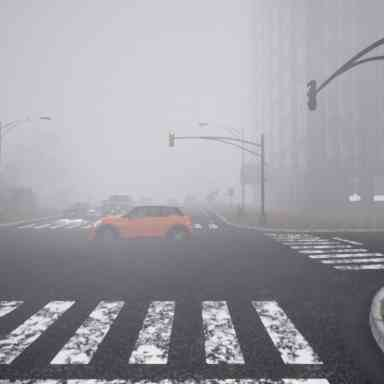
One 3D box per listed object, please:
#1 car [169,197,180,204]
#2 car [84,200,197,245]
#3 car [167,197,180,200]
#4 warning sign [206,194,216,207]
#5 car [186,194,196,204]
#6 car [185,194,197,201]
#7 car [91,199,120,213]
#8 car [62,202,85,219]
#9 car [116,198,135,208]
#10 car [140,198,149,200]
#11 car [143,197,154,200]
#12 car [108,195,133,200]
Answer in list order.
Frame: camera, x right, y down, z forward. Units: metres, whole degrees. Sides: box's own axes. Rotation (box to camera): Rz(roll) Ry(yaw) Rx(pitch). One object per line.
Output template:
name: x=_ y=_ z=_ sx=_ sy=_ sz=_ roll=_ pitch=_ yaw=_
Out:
car: x=-3.564 y=1.788 z=69.361 sx=2.033 sy=1.411 sz=5.357 roll=0 pitch=0 yaw=0
car: x=-2.211 y=1.372 z=15.177 sx=4.553 sy=1.767 sz=2.097 roll=0 pitch=0 yaw=-1
car: x=-3.518 y=1.702 z=59.358 sx=1.812 sy=1.442 sz=4.674 roll=0 pitch=0 yaw=0
warning sign: x=2.616 y=1.227 z=47.073 sx=1.300 sy=1.860 sz=1.060 roll=-1 pitch=-2 yaw=0
car: x=-0.262 y=1.471 z=70.639 sx=2.150 sy=2.045 sz=5.566 roll=0 pitch=0 yaw=0
car: x=-0.155 y=1.510 z=55.762 sx=2.097 sy=1.767 sz=4.553 roll=0 pitch=0 yaw=0
car: x=-10.021 y=1.627 z=39.016 sx=2.033 sy=1.411 sz=5.357 roll=0 pitch=0 yaw=0
car: x=-9.980 y=1.614 z=29.773 sx=1.994 sy=1.385 sz=4.181 roll=0 pitch=0 yaw=0
car: x=-10.067 y=1.692 z=50.521 sx=1.994 sy=1.385 sz=4.181 roll=0 pitch=0 yaw=0
car: x=-6.779 y=1.686 z=40.623 sx=1.895 sy=1.301 sz=4.718 roll=0 pitch=0 yaw=0
car: x=-6.811 y=1.481 z=50.395 sx=2.097 sy=1.767 sz=4.553 roll=0 pitch=0 yaw=-1
car: x=-6.736 y=1.275 z=30.863 sx=2.150 sy=2.045 sz=5.566 roll=0 pitch=0 yaw=0
